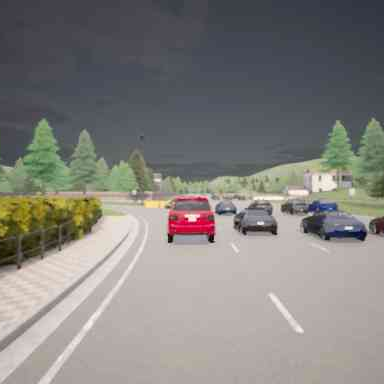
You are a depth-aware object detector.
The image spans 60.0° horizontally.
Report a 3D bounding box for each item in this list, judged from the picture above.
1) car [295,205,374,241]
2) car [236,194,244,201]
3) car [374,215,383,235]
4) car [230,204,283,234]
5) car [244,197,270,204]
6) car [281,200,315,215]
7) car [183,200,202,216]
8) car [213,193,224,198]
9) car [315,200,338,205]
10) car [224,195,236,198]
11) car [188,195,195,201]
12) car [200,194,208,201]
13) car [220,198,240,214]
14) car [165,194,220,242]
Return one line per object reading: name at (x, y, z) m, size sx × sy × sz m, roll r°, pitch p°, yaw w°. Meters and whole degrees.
car at (7.095, 1.601, 17.049) m, size 1.994 × 1.385 × 4.181 m, roll 0°, pitch 0°, yaw 0°
car at (13.974, 1.735, 93.909) m, size 2.033 × 1.411 × 5.357 m, roll 0°, pitch 0°, yaw 0°
car at (10.581, 1.561, 16.193) m, size 1.812 × 1.442 × 4.674 m, roll 0°, pitch 0°, yaw 0°
car at (3.594, 1.606, 19.386) m, size 1.994 × 1.385 × 4.181 m, roll 0°, pitch 0°, yaw 0°
car at (7.090, 1.567, 34.547) m, size 2.128 × 1.511 × 4.902 m, roll 0°, pitch 0°, yaw 0°
car at (10.590, 1.567, 34.549) m, size 2.128 × 1.511 × 4.902 m, roll 0°, pitch 0°, yaw 0°
car at (0.091, 1.580, 34.619) m, size 1.837 × 1.490 × 4.892 m, roll 0°, pitch 0°, yaw 0°
car at (6.974, 1.721, 93.907) m, size 2.128 × 1.511 × 4.902 m, roll 0°, pitch 0°, yaw 0°
car at (14.091, 1.556, 36.132) m, size 1.882 × 1.535 × 5.008 m, roll 0°, pitch 0°, yaw 0°
car at (10.474, 1.735, 93.908) m, size 2.033 × 1.411 × 5.357 m, roll 0°, pitch 0°, yaw 0°
car at (-0.026, 1.673, 93.905) m, size 1.882 × 1.535 × 5.008 m, roll 0°, pitch 0°, yaw 0°
car at (3.474, 1.552, 94.293) m, size 2.097 × 1.767 × 4.553 m, roll 0°, pitch 0°, yaw 0°
car at (3.591, 1.641, 35.273) m, size 1.994 × 1.385 × 4.181 m, roll 0°, pitch 0°, yaw 0°
car at (-0.163, 1.258, 16.747) m, size 2.150 × 2.045 × 5.566 m, roll 0°, pitch 0°, yaw -4°
